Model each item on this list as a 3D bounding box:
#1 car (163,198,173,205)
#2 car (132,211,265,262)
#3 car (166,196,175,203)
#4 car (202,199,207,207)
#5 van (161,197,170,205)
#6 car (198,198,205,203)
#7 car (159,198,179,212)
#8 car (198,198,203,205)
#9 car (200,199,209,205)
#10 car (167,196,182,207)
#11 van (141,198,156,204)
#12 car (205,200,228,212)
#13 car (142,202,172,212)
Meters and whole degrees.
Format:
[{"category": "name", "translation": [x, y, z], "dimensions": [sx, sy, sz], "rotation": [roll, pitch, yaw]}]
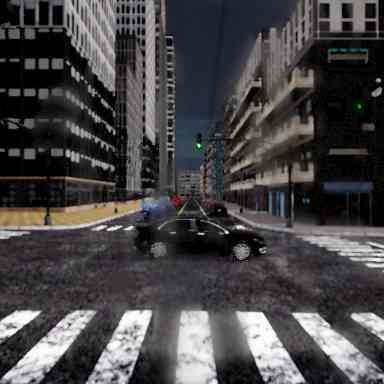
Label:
[{"category": "car", "translation": [-5.727, 2.227, 78.350], "dimensions": [2.008, 1.369, 4.403], "rotation": [0, -1, 0]}, {"category": "car", "translation": [0.244, 1.659, 12.387], "dimensions": [4.892, 1.490, 1.837], "rotation": [1, 0, -1]}, {"category": "car", "translation": [-5.733, 2.091, 89.661], "dimensions": [2.192, 1.841, 5.009], "rotation": [0, -1, 0]}, {"category": "car", "translation": [2.668, 1.924, 44.430], "dimensions": [1.887, 1.381, 4.507], "rotation": [0, 0, 0]}, {"category": "van", "translation": [-5.726, 1.967, 72.698], "dimensions": [1.690, 1.788, 3.998], "rotation": [0, -1, 0]}, {"category": "car", "translation": [2.645, 2.392, 95.317], "dimensions": [1.947, 1.339, 4.313], "rotation": [0, -1, 0]}, {"category": "car", "translation": [-3.108, 1.921, 43.751], "dimensions": [2.033, 1.411, 5.357], "rotation": [0, 0, 0]}, {"category": "car", "translation": [2.660, 2.077, 61.393], "dimensions": [2.008, 1.369, 4.403], "rotation": [0, -1, 0]}, {"category": "car", "translation": [2.655, 2.171, 72.700], "dimensions": [1.887, 1.381, 4.507], "rotation": [0, -1, 0]}, {"category": "car", "translation": [-3.034, 1.773, 64.053], "dimensions": [2.150, 2.045, 5.566], "rotation": [0, -1, 0]}, {"category": "van", "translation": [-5.713, 1.720, 44.428], "dimensions": [1.690, 1.788, 3.998], "rotation": [0, 0, 0]}, {"category": "car", "translation": [2.673, 1.859, 34.464], "dimensions": [1.947, 1.339, 4.313], "rotation": [0, 0, 0]}, {"category": "car", "translation": [-3.117, 1.848, 29.079], "dimensions": [1.895, 1.301, 4.718], "rotation": [0, 0, 0]}]
